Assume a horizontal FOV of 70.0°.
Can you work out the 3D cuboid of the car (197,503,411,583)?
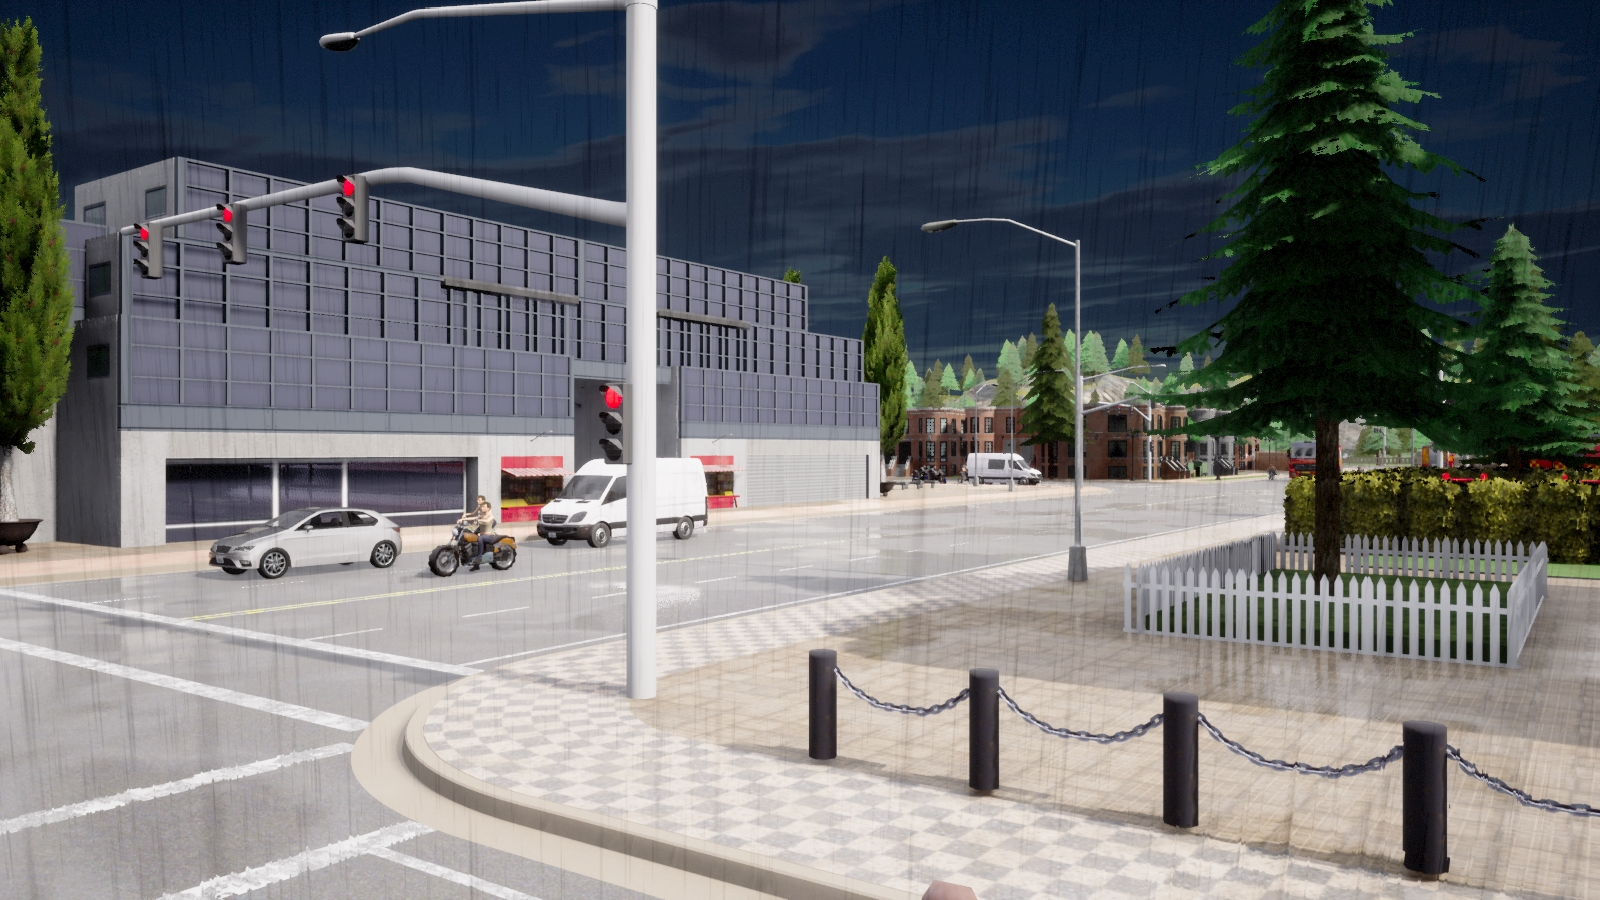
[{"bbox_3d":[-11.323,2.066,26.349,1.816,1.474,4.193,0,0,35],"label":"car"}]

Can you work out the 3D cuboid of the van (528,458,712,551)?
[{"bbox_3d":[-5.344,1.534,34.831,1.988,2.561,5.915,0,0,35],"label":"van"}]

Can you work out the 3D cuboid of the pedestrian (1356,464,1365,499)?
[{"bbox_3d":[30.170,1.695,61.532,0.375,1.860,0.375,0,0,33],"label":"pedestrian"}]

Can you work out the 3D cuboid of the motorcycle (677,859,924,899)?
[{"bbox_3d":[0.509,2.205,3.428,2.209,1.251,0.867,0,0,35],"label":"motorcycle"}]
